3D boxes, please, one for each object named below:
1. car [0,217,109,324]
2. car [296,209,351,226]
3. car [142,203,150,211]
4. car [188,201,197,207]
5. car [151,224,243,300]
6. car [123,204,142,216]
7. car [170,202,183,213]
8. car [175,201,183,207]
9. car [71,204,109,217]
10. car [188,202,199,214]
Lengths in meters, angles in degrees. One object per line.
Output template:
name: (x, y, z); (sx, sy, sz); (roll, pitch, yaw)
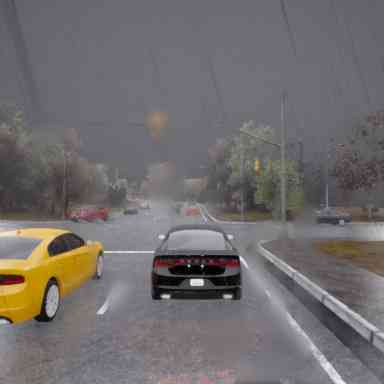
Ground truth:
car: (-3.406, 1.544, 7.373); (1.882, 1.535, 5.008); (0, -1, 0)
car: (12.458, 2.442, 31.644); (4.892, 1.490, 1.837); (0, -2, 0)
car: (-10.355, 3.246, 72.450); (1.812, 1.442, 4.674); (0, 0, 0)
car: (0.072, 3.172, 86.403); (2.033, 1.411, 5.357); (0, 0, -3)
car: (0.101, 1.567, 8.615); (1.882, 1.535, 5.008); (0, -1, 0)
car: (-10.468, 3.273, 57.181); (2.033, 1.411, 5.357); (0, -1, 0)
car: (-3.271, 3.271, 64.342); (1.837, 1.490, 4.892); (0, 0, 0)
car: (-3.445, 3.177, 86.827); (1.994, 1.385, 4.181); (0, 0, -3)
car: (-11.481, 2.429, 37.978); (2.150, 2.045, 5.566); (0, -3, 14)
car: (0.227, 3.117, 63.381); (2.097, 1.767, 4.553); (0, 0, 0)
